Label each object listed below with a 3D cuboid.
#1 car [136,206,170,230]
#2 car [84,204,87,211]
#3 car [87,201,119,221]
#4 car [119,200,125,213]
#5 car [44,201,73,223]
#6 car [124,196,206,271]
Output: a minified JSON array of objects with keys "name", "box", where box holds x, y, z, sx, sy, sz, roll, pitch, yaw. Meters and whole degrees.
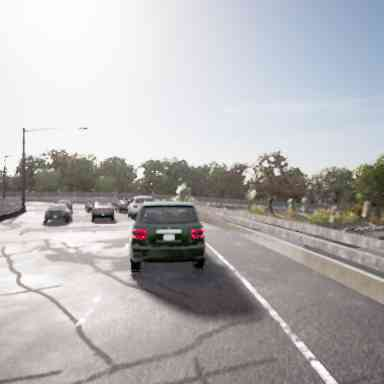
[{"name":"car","box":[-2.836,1.754,23.291,1.895,1.301,4.718,0,0,-12]},{"name":"car","box":[-12.631,1.887,42.573,1.895,1.301,4.718,0,0,-23]},{"name":"car","box":[-7.978,1.691,29.705,2.128,1.511,4.902,0,0,-16]},{"name":"car","box":[-8.547,1.769,41.829,2.128,1.511,4.902,0,0,-22]},{"name":"car","box":[-10.989,1.713,27.493,1.812,1.442,4.674,0,0,-15]},{"name":"car","box":[-0.878,1.297,11.381,2.150,2.045,5.566,0,0,-6]}]
